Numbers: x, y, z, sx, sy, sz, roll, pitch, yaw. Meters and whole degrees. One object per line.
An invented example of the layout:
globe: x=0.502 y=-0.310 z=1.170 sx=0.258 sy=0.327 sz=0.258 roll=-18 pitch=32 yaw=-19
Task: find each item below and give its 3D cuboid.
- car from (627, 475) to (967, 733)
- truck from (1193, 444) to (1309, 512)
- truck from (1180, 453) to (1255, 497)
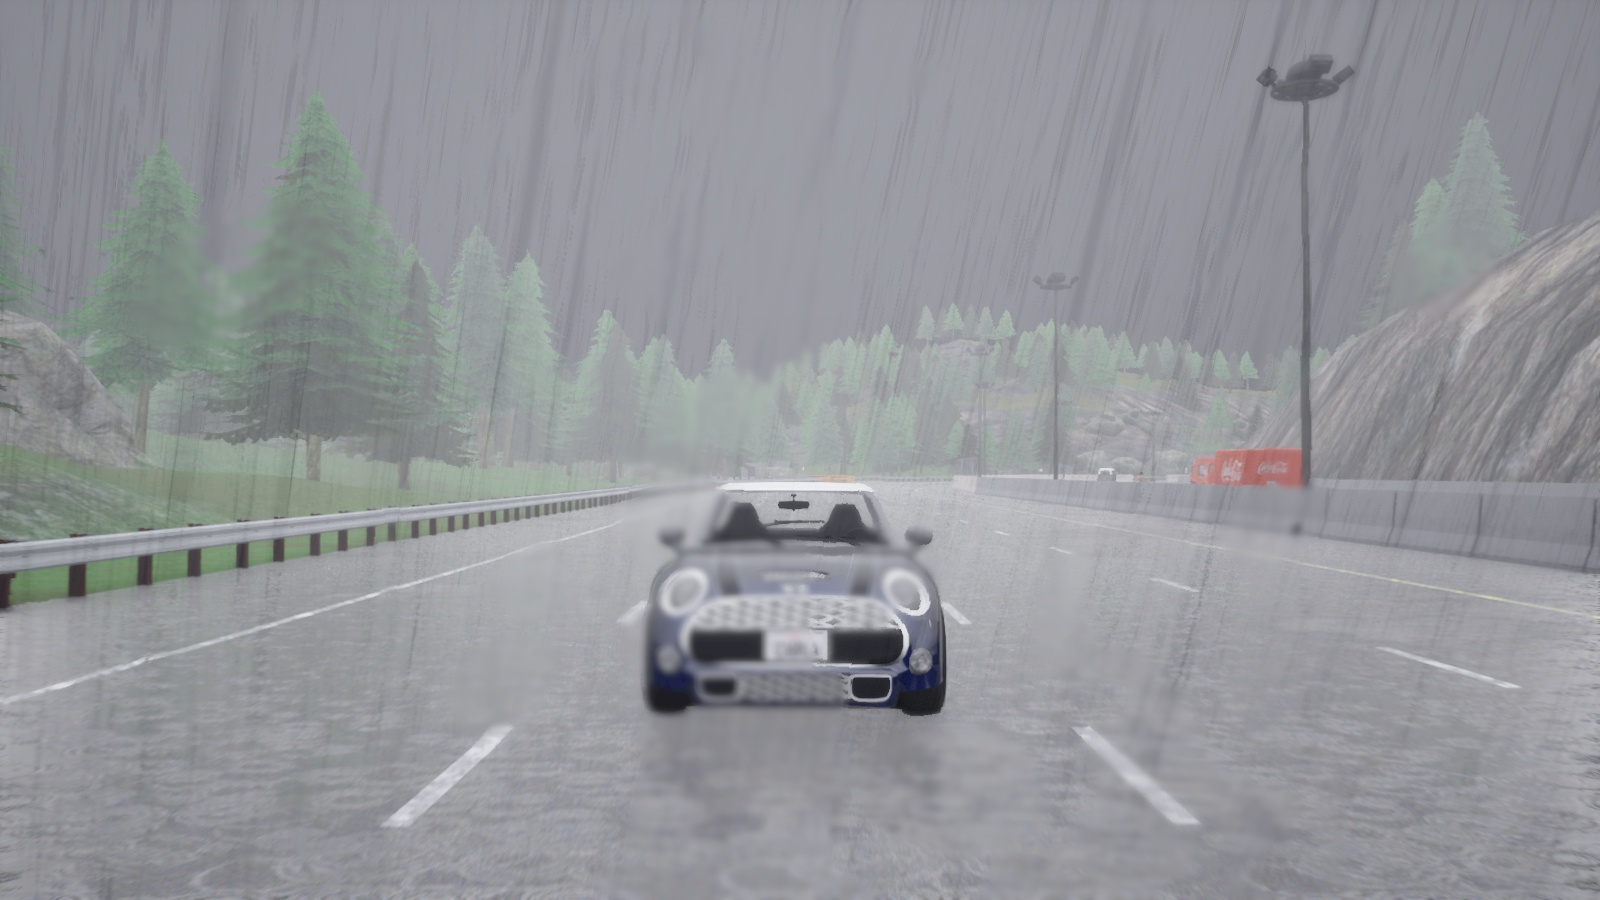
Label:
car: x=-0.022 y=0.934 z=9.209 sx=1.970 sy=1.475 sz=3.806 roll=0 pitch=-1 yaw=0
truck: x=17.380 y=1.075 z=48.734 sx=2.627 sy=2.467 sz=5.204 roll=0 pitch=-1 yaw=0
truck: x=24.320 y=1.460 z=73.436 sx=2.627 sy=2.467 sz=5.204 roll=0 pitch=-1 yaw=0
